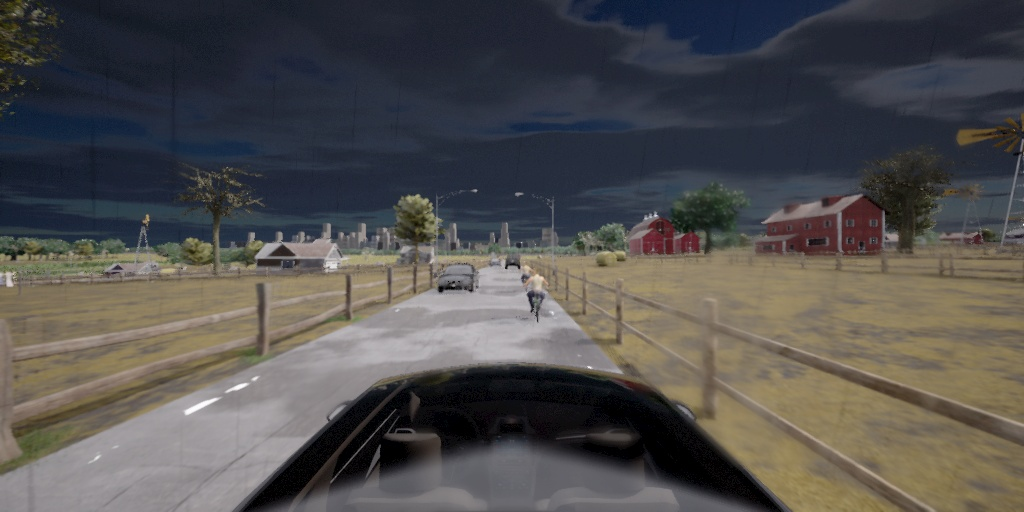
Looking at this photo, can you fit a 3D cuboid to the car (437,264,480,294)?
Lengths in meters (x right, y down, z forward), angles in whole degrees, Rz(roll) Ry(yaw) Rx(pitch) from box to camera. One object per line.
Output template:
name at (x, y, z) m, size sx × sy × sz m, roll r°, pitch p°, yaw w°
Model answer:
car at (-2.849, 1.192, 19.911) m, size 1.837 × 1.490 × 4.892 m, roll 0°, pitch 0°, yaw 0°

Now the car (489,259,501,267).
car at (-2.801, 1.165, 60.499) m, size 1.812 × 1.442 × 4.674 m, roll 0°, pitch 0°, yaw 1°

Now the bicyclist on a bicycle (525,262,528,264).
bicyclist on a bicycle at (0.777, 1.124, 19.942) m, size 0.866 × 1.612 × 1.509 m, roll 0°, pitch 0°, yaw 0°

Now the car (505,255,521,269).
car at (0.098, 0.858, 54.281) m, size 2.150 × 2.045 × 5.566 m, roll 0°, pitch 0°, yaw 0°

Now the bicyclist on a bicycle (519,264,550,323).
bicyclist on a bicycle at (0.749, 1.154, 10.993) m, size 0.866 × 1.612 × 1.509 m, roll 0°, pitch 0°, yaw 0°
